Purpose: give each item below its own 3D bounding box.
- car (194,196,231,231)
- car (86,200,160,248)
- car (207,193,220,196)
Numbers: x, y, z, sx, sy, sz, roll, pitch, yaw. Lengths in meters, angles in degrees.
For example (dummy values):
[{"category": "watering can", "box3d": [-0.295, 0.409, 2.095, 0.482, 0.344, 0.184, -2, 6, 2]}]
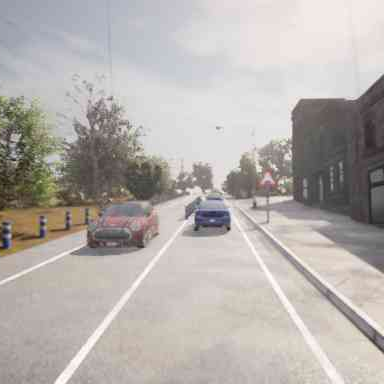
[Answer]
[{"category": "car", "box3d": [1.152, 1.204, 18.704, 1.882, 1.535, 5.008, 0, 1, 4]}, {"category": "car", "box3d": [-2.645, 1.173, 13.731, 2.097, 1.767, 4.553, 0, 1, 4]}, {"category": "car", "box3d": [2.454, 0.900, 37.017, 1.837, 1.490, 4.892, 0, 1, 6]}]
